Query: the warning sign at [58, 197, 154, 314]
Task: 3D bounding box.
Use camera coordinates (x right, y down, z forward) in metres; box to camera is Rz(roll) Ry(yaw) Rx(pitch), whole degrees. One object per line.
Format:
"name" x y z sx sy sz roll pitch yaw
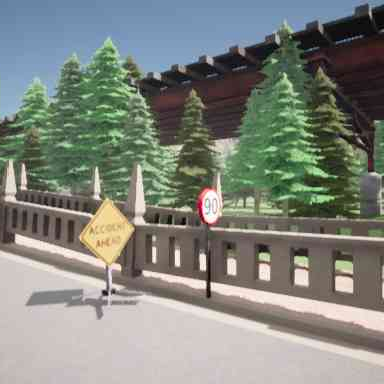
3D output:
"warning sign" -1.578 1.050 6.246 1.060 1.860 1.300 -1 1 35
